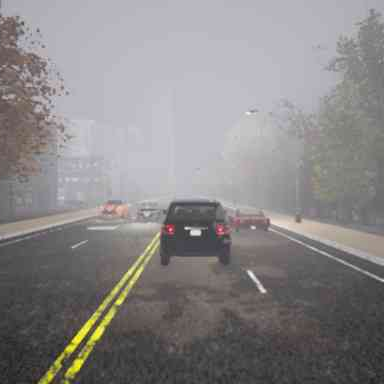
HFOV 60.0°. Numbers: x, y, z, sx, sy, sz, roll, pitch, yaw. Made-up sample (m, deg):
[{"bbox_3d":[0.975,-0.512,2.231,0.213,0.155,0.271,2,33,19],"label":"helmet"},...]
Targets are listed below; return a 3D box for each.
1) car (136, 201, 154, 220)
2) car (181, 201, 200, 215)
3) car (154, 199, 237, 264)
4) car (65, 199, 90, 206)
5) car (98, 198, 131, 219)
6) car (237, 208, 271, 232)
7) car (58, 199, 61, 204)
[{"bbox_3d":[-3.555,1.536,28.384,2.128,1.511,4.902,0,0,-1],"label":"car"},{"bbox_3d":[-0.215,1.654,35.237,1.895,1.301,4.718,0,0,-1],"label":"car"},{"bbox_3d":[0.093,1.239,11.965,2.150,2.045,5.566,0,0,0],"label":"car"},{"bbox_3d":[-20.669,1.913,59.887,4.313,1.339,1.947,-1,1,-1],"label":"car"},{"bbox_3d":[-6.822,1.397,29.544,2.097,1.767,4.553,0,0,-1],"label":"car"},{"bbox_3d":[3.265,1.630,20.095,1.895,1.301,4.718,0,0,-1],"label":"car"},{"bbox_3d":[-29.138,1.925,68.264,4.403,1.369,2.008,-1,1,-1],"label":"car"}]
